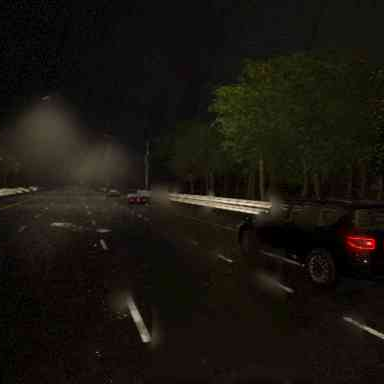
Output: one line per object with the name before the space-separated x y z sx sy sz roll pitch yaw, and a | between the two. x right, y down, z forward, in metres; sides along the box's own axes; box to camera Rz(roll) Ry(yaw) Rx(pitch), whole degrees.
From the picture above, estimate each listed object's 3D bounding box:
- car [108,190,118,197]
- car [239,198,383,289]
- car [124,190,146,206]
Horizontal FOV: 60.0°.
car | -15.067 0.267 63.670 2.033 1.411 5.357 1 1 -13
car | 3.373 1.162 9.324 2.150 2.045 5.566 1 1 -19
car | -6.595 0.839 37.930 2.033 1.411 5.357 1 1 -19
